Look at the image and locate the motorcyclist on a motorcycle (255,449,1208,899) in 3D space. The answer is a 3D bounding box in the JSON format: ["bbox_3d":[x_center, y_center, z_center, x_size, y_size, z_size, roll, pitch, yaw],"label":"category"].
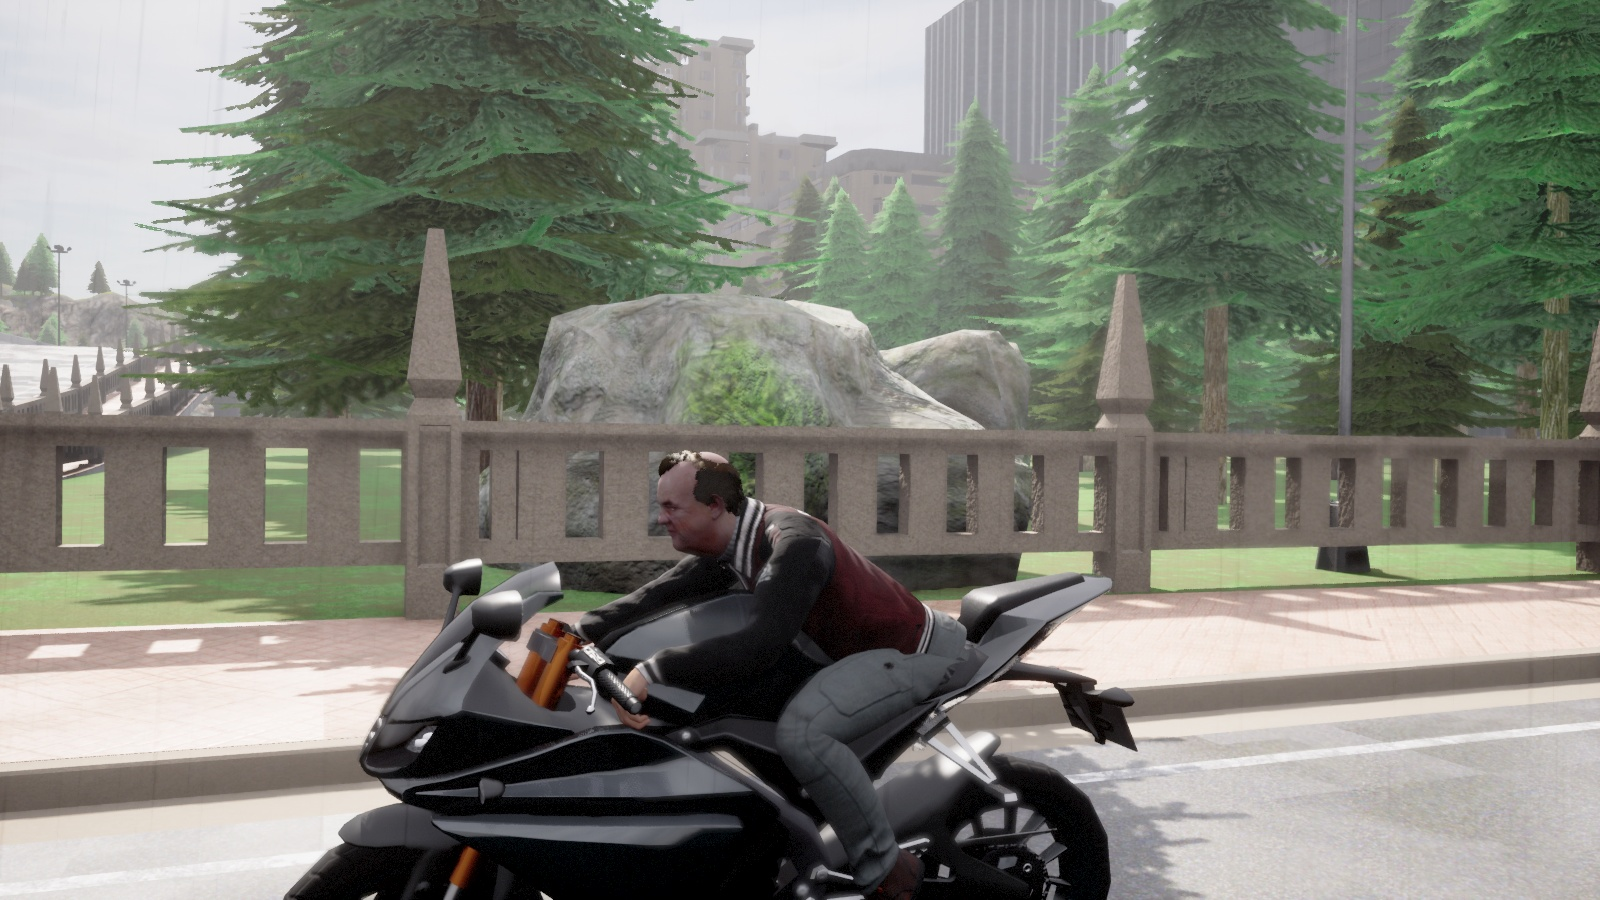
[{"bbox_3d":[-0.153,0.783,3.181,2.191,1.530,0.866,-1,1,-21],"label":"motorcyclist on a motorcycle"}]
